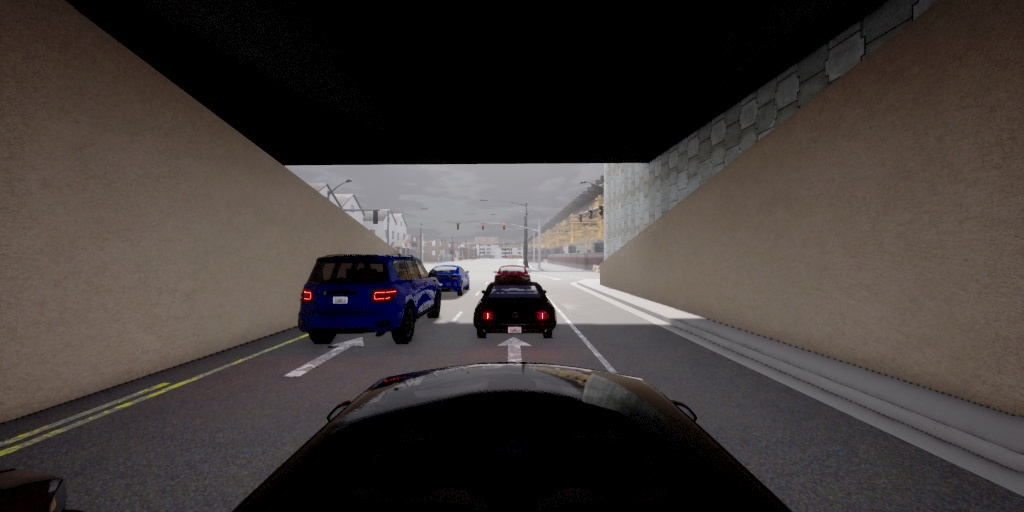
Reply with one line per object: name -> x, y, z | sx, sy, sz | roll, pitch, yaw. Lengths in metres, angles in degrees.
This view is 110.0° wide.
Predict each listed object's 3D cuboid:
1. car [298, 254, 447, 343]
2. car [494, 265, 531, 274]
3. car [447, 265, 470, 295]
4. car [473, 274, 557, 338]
car -> -3.435, 0.971, 9.815 | 2.150, 2.045, 5.566 | 0, 0, 0
car -> 0.021, 1.228, 19.500 | 1.882, 1.535, 5.008 | 0, 0, 0
car -> -3.480, 1.228, 19.752 | 1.882, 1.535, 5.008 | 0, 0, 0
car -> 0.061, 1.351, 10.163 | 1.895, 1.301, 4.718 | 0, 0, 0
